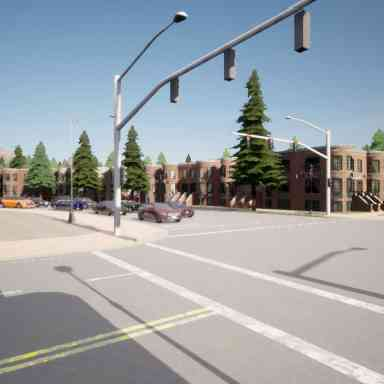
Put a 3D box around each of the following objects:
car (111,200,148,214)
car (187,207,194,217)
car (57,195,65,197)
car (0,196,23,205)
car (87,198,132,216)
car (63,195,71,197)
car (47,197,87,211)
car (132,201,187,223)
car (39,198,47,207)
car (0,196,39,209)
[{"bbox_3d":[-6.977,1.601,36.992,1.895,1.301,4.718,0,0,-41],"label":"car"},{"bbox_3d":[-1.613,1.564,30.066,1.994,1.385,4.181,0,0,-37],"label":"car"},{"bbox_3d":[-21.990,1.352,56.066,4.553,1.767,2.097,0,0,22],"label":"car"},{"bbox_3d":[-32.892,1.492,58.985,4.902,1.511,2.128,0,0,9],"label":"car"},{"bbox_3d":[-8.279,1.547,33.224,2.033,1.411,5.357,0,0,-38],"label":"car"},{"bbox_3d":[-14.334,1.492,43.818,4.902,1.511,2.128,0,0,36],"label":"car"},{"bbox_3d":[-14.971,1.601,39.995,4.718,1.301,1.895,0,0,38],"label":"car"},{"bbox_3d":[-2.598,1.526,25.546,1.812,1.442,4.674,0,0,-35],"label":"car"},{"bbox_3d":[-23.286,1.492,49.070,4.902,1.511,2.128,0,0,23],"label":"car"},{"bbox_3d":[-23.695,1.352,45.390,4.553,1.767,2.097,0,0,25],"label":"car"}]
